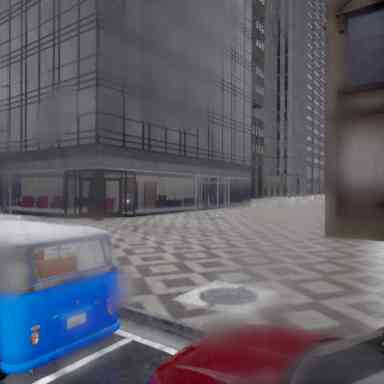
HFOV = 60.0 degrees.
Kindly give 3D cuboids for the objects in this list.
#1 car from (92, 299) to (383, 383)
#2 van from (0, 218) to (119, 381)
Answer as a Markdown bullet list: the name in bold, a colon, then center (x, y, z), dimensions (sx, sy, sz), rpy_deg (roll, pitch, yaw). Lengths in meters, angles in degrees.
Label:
- **car**: center (1.681, 1.541, 1.874), dimensions (4.507, 1.381, 1.887), rpy_deg (0, 0, 36)
- **van**: center (-2.918, 1.337, 5.153), dimensions (3.998, 1.788, 1.690), rpy_deg (0, 0, 36)
